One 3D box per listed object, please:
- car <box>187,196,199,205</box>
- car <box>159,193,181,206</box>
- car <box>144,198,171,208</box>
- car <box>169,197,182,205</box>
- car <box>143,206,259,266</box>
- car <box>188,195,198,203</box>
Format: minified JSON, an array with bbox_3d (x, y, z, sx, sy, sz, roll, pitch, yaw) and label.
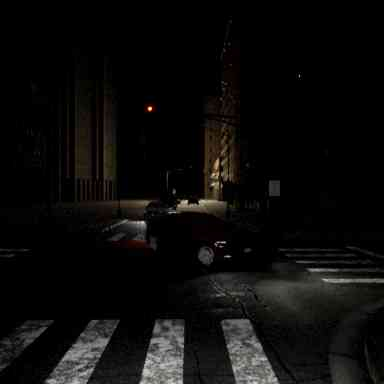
[{"bbox_3d":[0.200,1.526,57.962,1.812,1.442,4.674,0,0,0],"label":"car"},{"bbox_3d":[-3.018,1.221,42.834,2.150,2.045,5.566,0,0,1],"label":"car"},{"bbox_3d":[-3.051,1.527,28.437,1.812,1.442,4.674,0,0,0],"label":"car"},{"bbox_3d":[-2.903,1.551,58.902,2.033,1.411,5.357,0,0,0],"label":"car"},{"bbox_3d":[0.147,1.481,11.922,1.882,1.535,5.008,-2,1,-37],"label":"car"},{"bbox_3d":[0.213,1.476,67.871,1.882,1.535,5.008,0,0,0],"label":"car"}]
